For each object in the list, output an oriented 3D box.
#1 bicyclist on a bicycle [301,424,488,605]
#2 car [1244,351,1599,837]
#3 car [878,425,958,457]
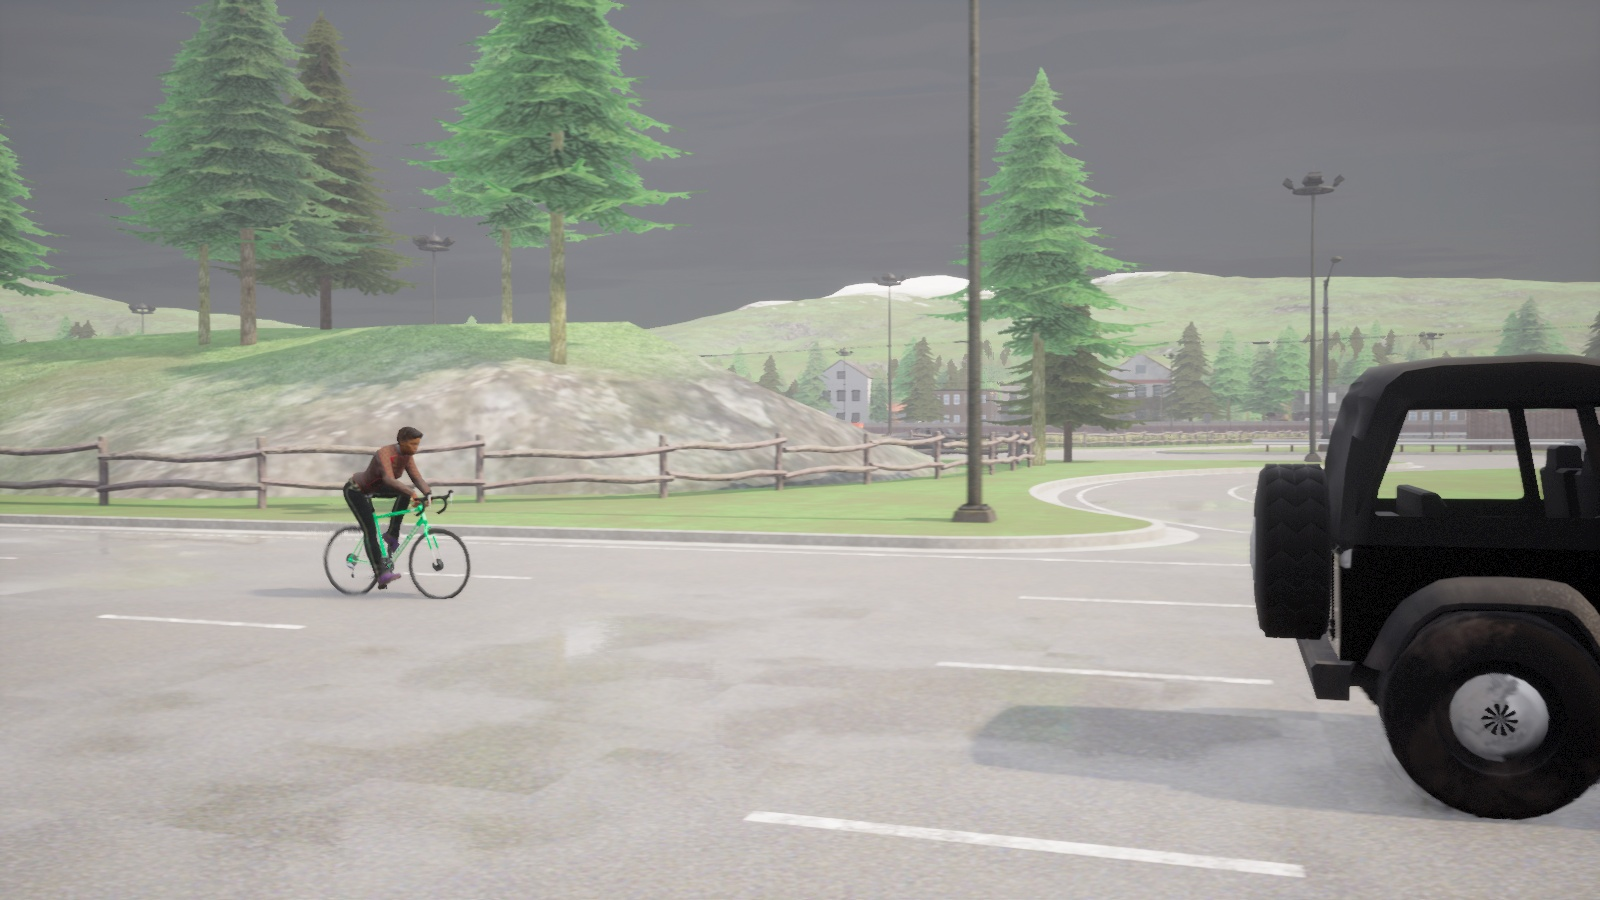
[{"bbox_3d":[-3.833,0.575,11.867,1.656,1.620,0.582,1,1,19],"label":"bicyclist on a bicycle"},{"bbox_3d":[4.028,0.549,5.527,3.866,1.878,1.905,1,1,19],"label":"car"},{"bbox_3d":[7.307,-0.573,77.832,4.605,1.855,1.932,1,1,18],"label":"car"}]
